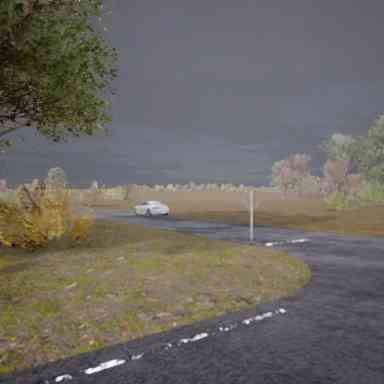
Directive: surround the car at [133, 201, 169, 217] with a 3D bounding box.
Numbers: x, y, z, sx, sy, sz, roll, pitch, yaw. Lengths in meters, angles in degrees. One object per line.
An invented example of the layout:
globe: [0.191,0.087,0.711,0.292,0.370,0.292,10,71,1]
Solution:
car: [-3.876,1.561,31.382,1.812,1.442,4.674,0,0,-35]
